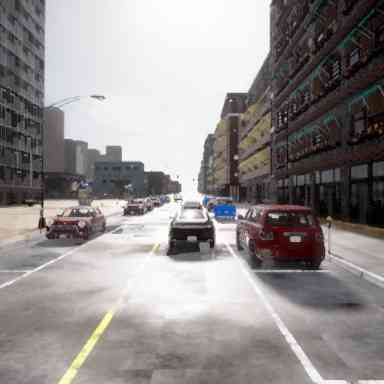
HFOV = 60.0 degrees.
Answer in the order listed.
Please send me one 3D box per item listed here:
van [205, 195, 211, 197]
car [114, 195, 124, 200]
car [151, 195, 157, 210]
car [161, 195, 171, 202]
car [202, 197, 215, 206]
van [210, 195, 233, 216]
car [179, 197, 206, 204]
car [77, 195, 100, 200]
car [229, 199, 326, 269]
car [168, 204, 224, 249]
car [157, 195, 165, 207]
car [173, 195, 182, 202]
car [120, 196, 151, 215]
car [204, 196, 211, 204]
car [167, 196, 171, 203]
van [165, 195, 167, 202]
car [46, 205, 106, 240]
[{"bbox_3d":[2.704,1.325,50.594,1.690,1.788,3.998,1,0,0],"label":"van"},{"bbox_3d":[-19.718,1.622,93.459,4.403,1.369,2.008,0,0,1],"label":"car"},{"bbox_3d":[-5.645,1.433,39.270,1.967,1.590,4.097,1,0,0],"label":"car"},{"bbox_3d":[-5.647,1.501,73.145,1.887,1.381,4.507,1,0,0],"label":"car"},{"bbox_3d":[2.701,1.544,56.241,1.947,1.339,4.313,1,0,0],"label":"car"},{"bbox_3d":[2.703,1.339,28.009,1.690,1.788,3.998,1,0,0],"label":"van"},{"bbox_3d":[0.000,1.515,29.650,1.837,1.490,4.892,0,0,0],"label":"car"},{"bbox_3d":[-26.377,1.429,84.912,4.097,1.590,1.967,0,0,1],"label":"car"},{"bbox_3d":[2.703,1.315,11.070,2.192,1.841,5.009,1,0,0],"label":"car"},{"bbox_3d":[0.000,1.496,14.649,2.128,1.511,4.902,0,0,0],"label":"car"},{"bbox_3d":[-5.647,1.528,50.561,1.887,1.381,4.507,1,0,0],"label":"car"},{"bbox_3d":[-3.001,1.390,72.919,2.033,1.411,5.357,0,0,0],"label":"car"},{"bbox_3d":[-5.652,1.436,33.624,1.967,1.590,4.097,1,0,0],"label":"car"},{"bbox_3d":[2.701,1.538,39.303,1.887,1.381,4.507,1,0,0],"label":"car"},{"bbox_3d":[-5.645,1.403,67.499,1.967,1.590,4.097,1,0,0],"label":"car"},{"bbox_3d":[-5.644,1.319,56.207,1.690,1.788,3.998,1,0,0],"label":"van"},{"bbox_3d":[-5.682,1.440,16.686,1.967,1.590,4.097,1,0,0],"label":"car"}]
